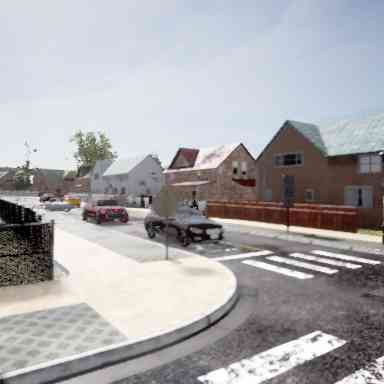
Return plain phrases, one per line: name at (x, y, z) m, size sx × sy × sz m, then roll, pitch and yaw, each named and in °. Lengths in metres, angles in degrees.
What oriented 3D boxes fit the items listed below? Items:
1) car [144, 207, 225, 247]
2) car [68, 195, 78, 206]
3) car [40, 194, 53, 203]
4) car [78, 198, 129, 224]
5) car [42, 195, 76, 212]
car at (-0.469, 1.477, 15.178) m, size 2.128 × 1.511 × 4.902 m, roll 1°, pitch 0°, yaw -34°
car at (-15.950, 1.184, 43.276) m, size 1.882 × 1.535 × 5.008 m, roll 1°, pitch 0°, yaw -34°
car at (-23.761, 1.057, 54.763) m, size 2.128 × 1.511 × 4.902 m, roll 1°, pitch 0°, yaw -34°
car at (-6.149, 1.242, 23.556) m, size 2.097 × 1.767 × 4.553 m, roll 1°, pitch 0°, yaw -34°
car at (-14.294, 1.349, 35.583) m, size 1.895 × 1.301 × 4.718 m, roll 1°, pitch 0°, yaw -34°
